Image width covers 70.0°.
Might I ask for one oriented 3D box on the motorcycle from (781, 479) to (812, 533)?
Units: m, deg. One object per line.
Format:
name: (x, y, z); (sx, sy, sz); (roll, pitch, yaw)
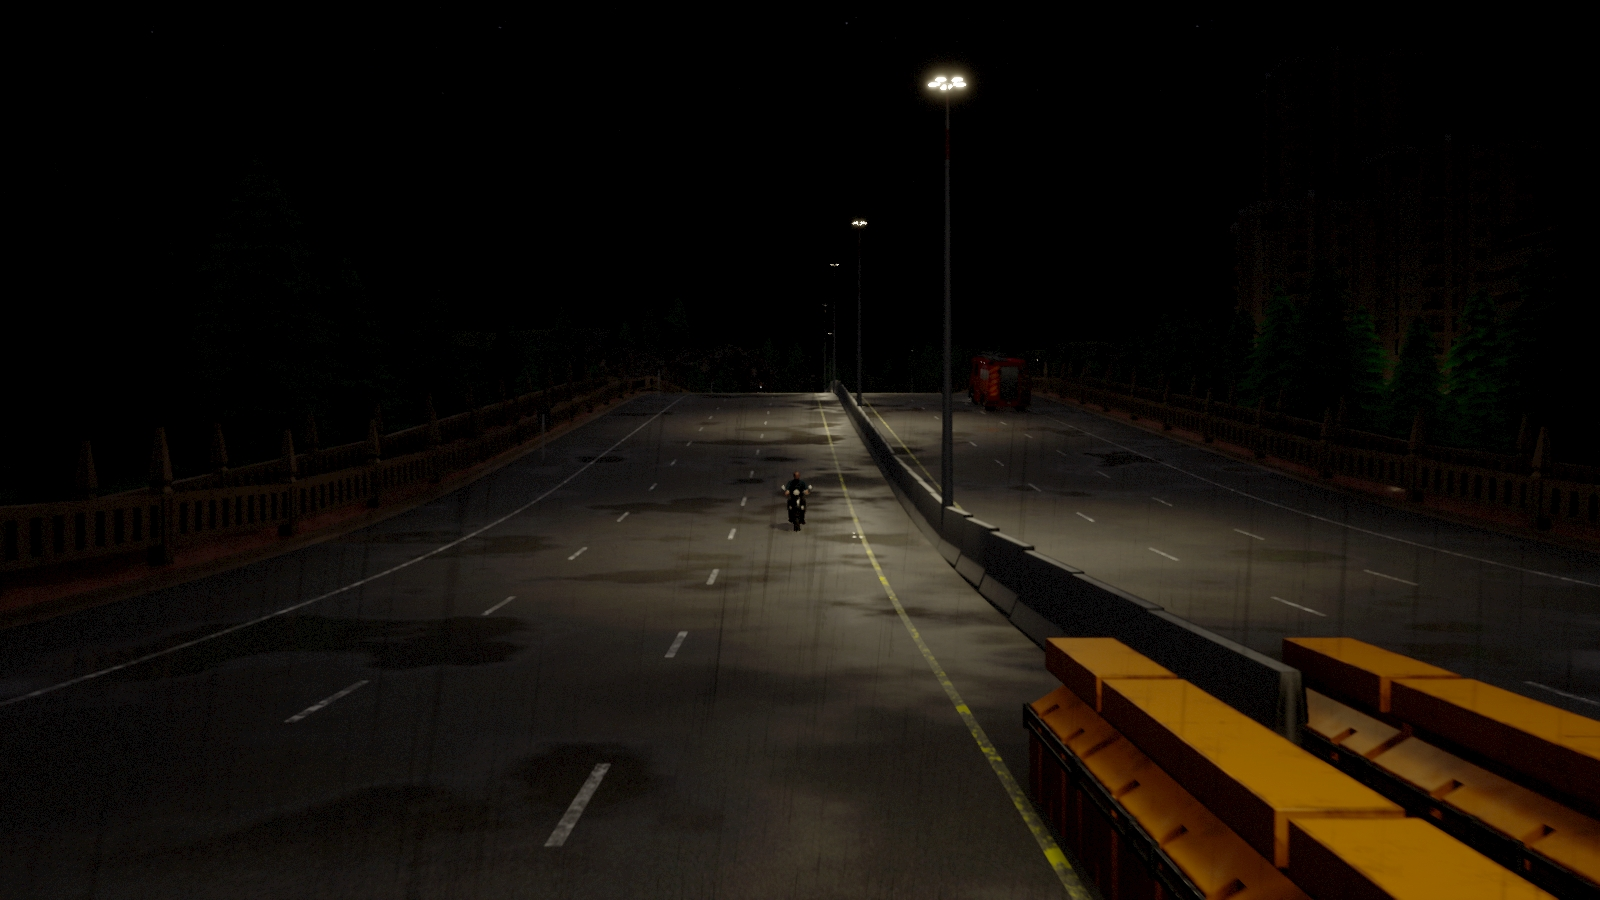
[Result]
motorcycle: (-0.094, 1.552, 31.967); (0.856, 1.316, 1.805); (0, 4, 0)
